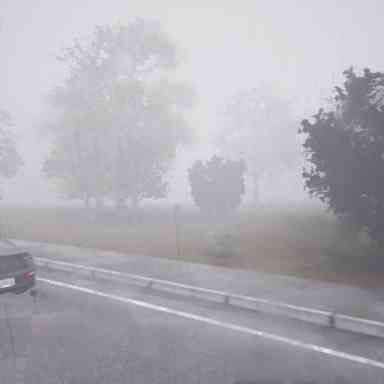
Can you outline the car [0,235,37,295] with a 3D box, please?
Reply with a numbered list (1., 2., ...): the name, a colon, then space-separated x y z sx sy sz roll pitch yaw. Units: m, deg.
1. car: -5.373 1.520 7.403 4.674 1.442 1.812 0 0 33
